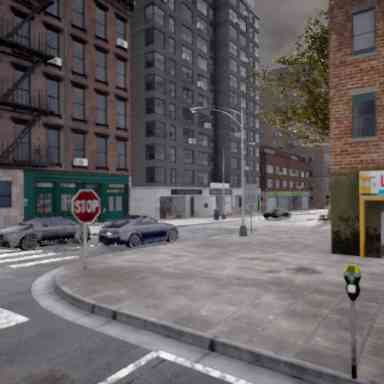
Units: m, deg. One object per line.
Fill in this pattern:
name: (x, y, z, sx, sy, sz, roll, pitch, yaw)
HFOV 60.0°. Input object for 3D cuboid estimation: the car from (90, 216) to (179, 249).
car: (-2.496, 1.859, 16.285, 1.994, 1.385, 4.181, -1, -2, 35)

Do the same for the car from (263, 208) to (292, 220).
car: (10.014, 2.576, 38.985, 1.895, 1.301, 4.718, -1, -2, 35)

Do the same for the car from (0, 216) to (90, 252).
car: (-6.740, 1.804, 15.205, 1.994, 1.385, 4.181, -1, -2, 35)
